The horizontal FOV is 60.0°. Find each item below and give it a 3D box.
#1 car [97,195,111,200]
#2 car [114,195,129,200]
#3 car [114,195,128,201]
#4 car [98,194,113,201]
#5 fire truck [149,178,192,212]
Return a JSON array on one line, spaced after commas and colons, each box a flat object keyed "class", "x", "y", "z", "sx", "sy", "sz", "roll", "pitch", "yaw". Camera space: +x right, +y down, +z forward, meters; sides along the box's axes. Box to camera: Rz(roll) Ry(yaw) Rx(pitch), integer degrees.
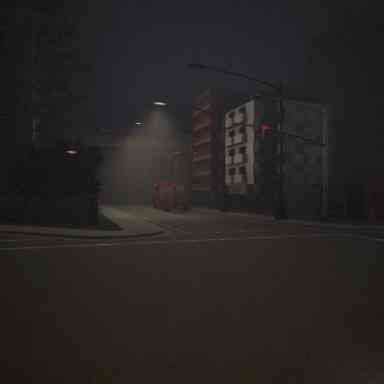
[{"class": "car", "x": -21.428, "y": 1.301, "z": 81.259, "sx": 1.853, "sy": 1.218, "sz": 4.536, "roll": 0, "pitch": 0, "yaw": 5}, {"class": "car", "x": -17.449, "y": 1.301, "z": 82.375, "sx": 1.853, "sy": 1.218, "sz": 4.536, "roll": 0, "pitch": 0, "yaw": -40}, {"class": "car", "x": -17.416, "y": 1.458, "z": 82.335, "sx": 2.038, "sy": 1.542, "sz": 4.974, "roll": 0, "pitch": 0, "yaw": -40}, {"class": "car", "x": -21.432, "y": 1.459, "z": 81.207, "sx": 2.038, "sy": 1.542, "sz": 4.974, "roll": 0, "pitch": 0, "yaw": 5}, {"class": "fire truck", "x": -2.698, "y": 0.344, "z": 40.230, "sx": 2.891, "sy": 3.827, "sz": 8.468, "roll": 0, "pitch": 0, "yaw": -20}]
